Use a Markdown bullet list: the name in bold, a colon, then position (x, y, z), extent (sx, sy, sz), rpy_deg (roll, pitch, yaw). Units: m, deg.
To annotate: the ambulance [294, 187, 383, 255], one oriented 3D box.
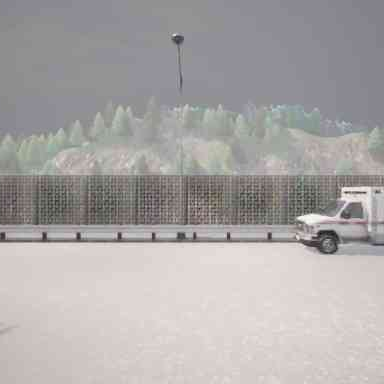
- **ambulance**: position (7.244, 1.028, 12.687), extent (6.366, 2.431, 2.351), rpy_deg (0, 0, 0)
